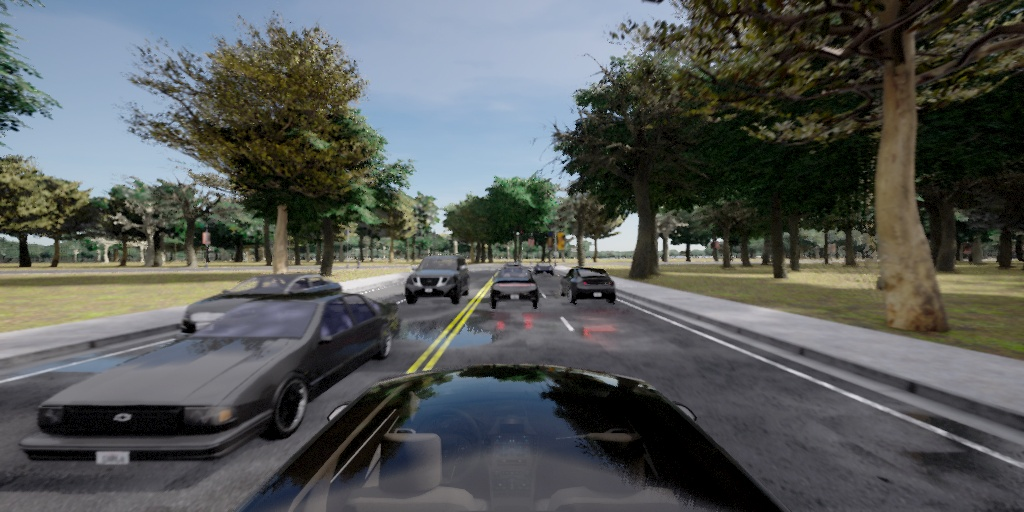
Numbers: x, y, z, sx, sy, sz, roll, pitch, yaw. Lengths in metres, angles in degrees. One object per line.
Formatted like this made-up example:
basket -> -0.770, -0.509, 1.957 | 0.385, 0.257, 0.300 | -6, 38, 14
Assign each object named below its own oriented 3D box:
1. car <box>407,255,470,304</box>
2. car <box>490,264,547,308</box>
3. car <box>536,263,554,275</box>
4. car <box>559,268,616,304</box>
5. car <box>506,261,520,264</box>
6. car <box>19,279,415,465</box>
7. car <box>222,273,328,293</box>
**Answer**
car -> -3.250, 0.989, 16.764 | 2.150, 2.045, 5.566 | 0, 0, 0
car -> 0.101, 1.258, 15.338 | 2.128, 1.511, 4.902 | 0, 0, 0
car -> 3.350, 1.367, 38.838 | 1.895, 1.301, 4.718 | 0, 0, 0
car -> 3.351, 1.272, 16.463 | 1.837, 1.490, 4.892 | 0, 0, 0
car -> 0.097, 1.259, 36.409 | 2.128, 1.511, 4.902 | 0, 0, 0
car -> -3.337, 1.303, 5.663 | 2.033, 1.411, 5.357 | 0, 0, 0
car -> -6.559, 1.255, 10.125 | 2.128, 1.511, 4.902 | 0, 0, 0
